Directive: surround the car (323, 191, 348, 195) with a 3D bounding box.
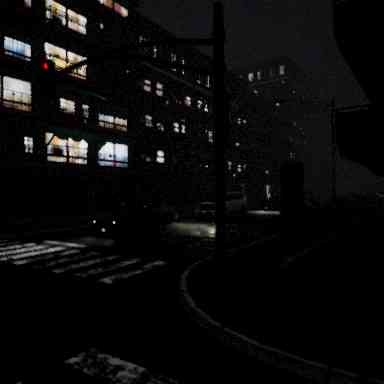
[{"bbox_3d":[20.015,0.961,45.993,1.994,1.385,4.181,-1,0,34],"label":"car"}]

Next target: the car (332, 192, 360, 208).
[{"bbox_3d":[17.235,1.021,37.430,1.887,1.381,4.507,0,1,35],"label":"car"}]

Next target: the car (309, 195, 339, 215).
[{"bbox_3d":[10.785,1.212,28.127,1.802,1.307,4.206,0,1,35],"label":"car"}]

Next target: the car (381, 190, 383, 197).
[{"bbox_3d":[38.216,0.436,67.155,1.801,1.575,5.366,-1,0,35],"label":"car"}]

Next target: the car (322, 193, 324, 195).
[{"bbox_3d":[23.281,0.843,60.847,2.008,1.369,4.403,0,1,35],"label":"car"}]

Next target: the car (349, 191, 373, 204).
[{"bbox_3d":[23.688,0.873,46.733,2.008,1.369,4.403,0,1,35],"label":"car"}]

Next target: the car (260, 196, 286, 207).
[{"bbox_3d":[10.374,1.181,42.241,1.802,1.307,4.206,0,1,35],"label":"car"}]

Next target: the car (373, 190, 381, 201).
[{"bbox_3d":[30.141,0.609,56.034,1.967,1.590,4.097,0,1,35],"label":"car"}]

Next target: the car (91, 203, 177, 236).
[{"bbox_3d":[-3.148,1.536,18.202,1.895,1.301,4.718,-1,0,34],"label":"car"}]

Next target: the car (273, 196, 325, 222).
[{"bbox_3d":[7.617,1.251,23.435,1.887,1.381,4.507,0,1,35],"label":"car"}]

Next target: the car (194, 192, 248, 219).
[{"bbox_3d":[2.428,1.018,26.269,2.150,2.045,5.566,-1,1,35],"label":"car"}]

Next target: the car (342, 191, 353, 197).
[{"bbox_3d":[39.416,0.458,84.105,1.887,1.381,4.507,0,1,35],"label":"car"}]

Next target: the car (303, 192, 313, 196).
[{"bbox_3d":[16.828,1.011,51.544,1.947,1.339,4.313,0,1,35],"label":"car"}]

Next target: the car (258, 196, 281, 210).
[{"bbox_3d":[8.963,1.193,35.672,2.033,1.411,5.357,-1,0,35],"label":"car"}]

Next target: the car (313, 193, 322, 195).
[{"bbox_3d":[20.054,0.808,56.194,1.967,1.590,4.097,0,1,35],"label":"car"}]

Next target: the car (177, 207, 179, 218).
[{"bbox_3d":[-2.639,1.475,23.709,1.947,1.339,4.313,0,1,35],"label":"car"}]
